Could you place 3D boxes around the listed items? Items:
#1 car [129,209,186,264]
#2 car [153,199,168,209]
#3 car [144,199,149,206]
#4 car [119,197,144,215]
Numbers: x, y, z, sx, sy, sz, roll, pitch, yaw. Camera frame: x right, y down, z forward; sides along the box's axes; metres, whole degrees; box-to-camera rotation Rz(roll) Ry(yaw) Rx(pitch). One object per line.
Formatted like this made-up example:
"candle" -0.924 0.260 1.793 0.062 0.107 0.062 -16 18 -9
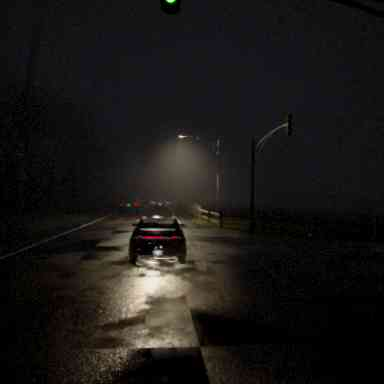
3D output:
"car" -1.257 1.633 12.474 2.128 1.511 4.902 1 -1 -5
"car" -4.567 1.885 48.136 2.097 1.767 4.553 1 -1 -5
"car" -10.706 2.283 75.276 2.128 1.511 4.902 1 -1 -5
"car" -7.280 1.592 39.543 2.150 2.045 5.566 1 -1 -5
